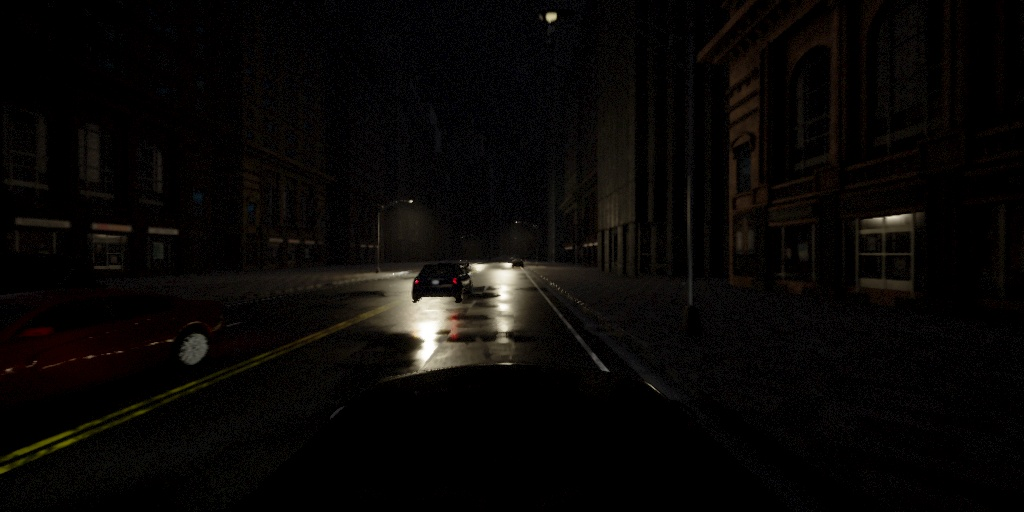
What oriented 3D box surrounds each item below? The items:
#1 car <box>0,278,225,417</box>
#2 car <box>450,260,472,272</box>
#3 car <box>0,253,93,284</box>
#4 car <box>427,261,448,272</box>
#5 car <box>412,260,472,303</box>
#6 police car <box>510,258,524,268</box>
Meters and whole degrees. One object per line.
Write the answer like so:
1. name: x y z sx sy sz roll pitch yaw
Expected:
1. car: -6.599 1.228 4.956 1.882 1.535 5.008 0 0 0
2. car: -6.576 1.249 46.602 2.128 1.511 4.902 0 0 0
3. car: -9.850 0.972 5.412 2.150 2.045 5.566 0 0 0
4. car: -9.816 1.324 47.524 1.994 1.385 4.181 0 0 0
5. car: -3.148 1.102 16.891 2.097 1.767 4.553 0 0 0
6. police car: 0.984 1.195 59.367 1.930 1.638 5.238 0 0 0
